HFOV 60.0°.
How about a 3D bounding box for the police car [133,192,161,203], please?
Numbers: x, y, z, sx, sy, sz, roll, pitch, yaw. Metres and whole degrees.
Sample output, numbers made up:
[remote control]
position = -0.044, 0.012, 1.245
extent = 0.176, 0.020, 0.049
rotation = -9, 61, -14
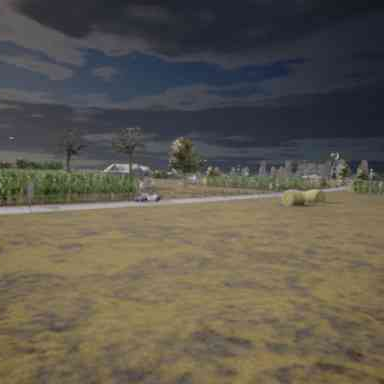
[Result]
[police car]
position = -7.197, 0.828, 52.782
extent = 2.038, 1.542, 4.974
rotation = 3, 3, 36
